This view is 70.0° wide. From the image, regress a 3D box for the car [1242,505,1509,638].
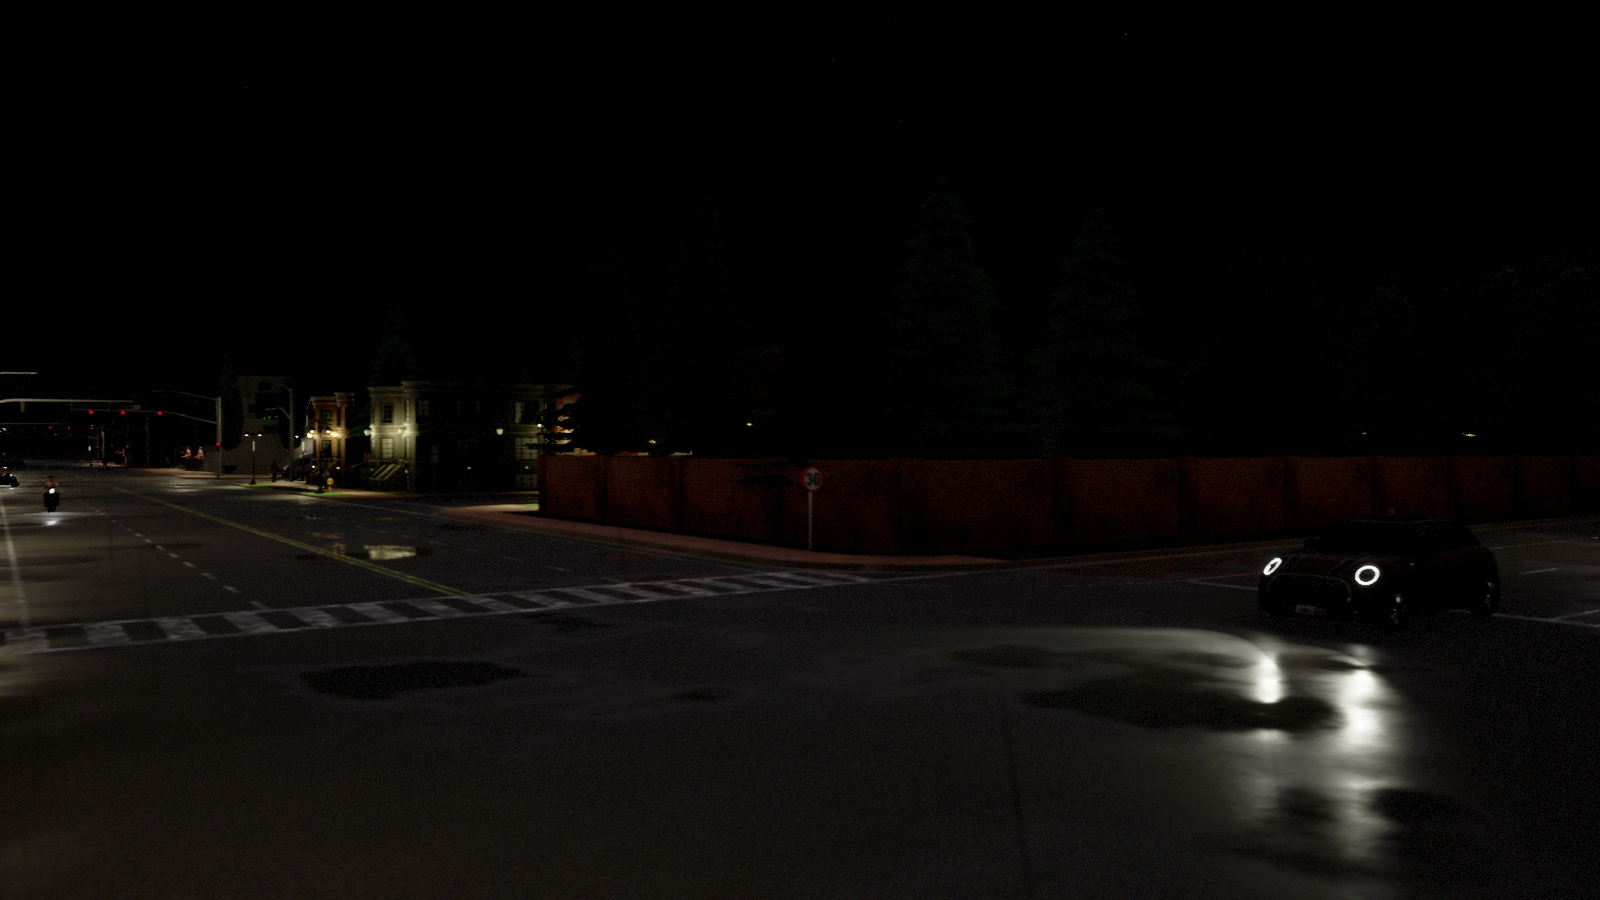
[{"bbox_3d":[9.688,1.907,19.138,4.553,1.767,2.097,0,0,-35],"label":"car"}]
